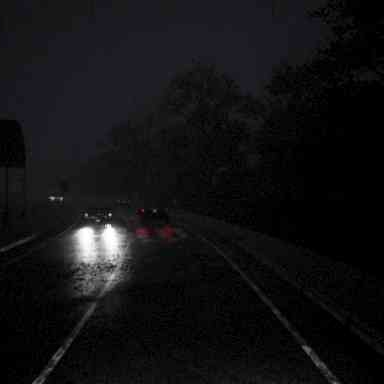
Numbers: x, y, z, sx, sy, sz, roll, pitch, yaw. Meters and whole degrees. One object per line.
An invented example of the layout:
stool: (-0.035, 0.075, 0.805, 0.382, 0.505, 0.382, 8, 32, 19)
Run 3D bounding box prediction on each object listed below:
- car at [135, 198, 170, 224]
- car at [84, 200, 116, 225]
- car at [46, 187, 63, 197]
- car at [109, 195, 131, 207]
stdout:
car: (-2.982, 1.266, 24.157, 2.097, 1.767, 4.553, 1, 0, -14)
car: (-6.436, 1.485, 23.115, 1.895, 1.301, 4.718, 1, 1, -14)
car: (-24.722, -0.077, 59.675, 1.882, 1.535, 5.008, 2, 2, -38)
car: (-9.116, 1.117, 41.621, 2.033, 1.411, 5.357, 1, 1, -25)
